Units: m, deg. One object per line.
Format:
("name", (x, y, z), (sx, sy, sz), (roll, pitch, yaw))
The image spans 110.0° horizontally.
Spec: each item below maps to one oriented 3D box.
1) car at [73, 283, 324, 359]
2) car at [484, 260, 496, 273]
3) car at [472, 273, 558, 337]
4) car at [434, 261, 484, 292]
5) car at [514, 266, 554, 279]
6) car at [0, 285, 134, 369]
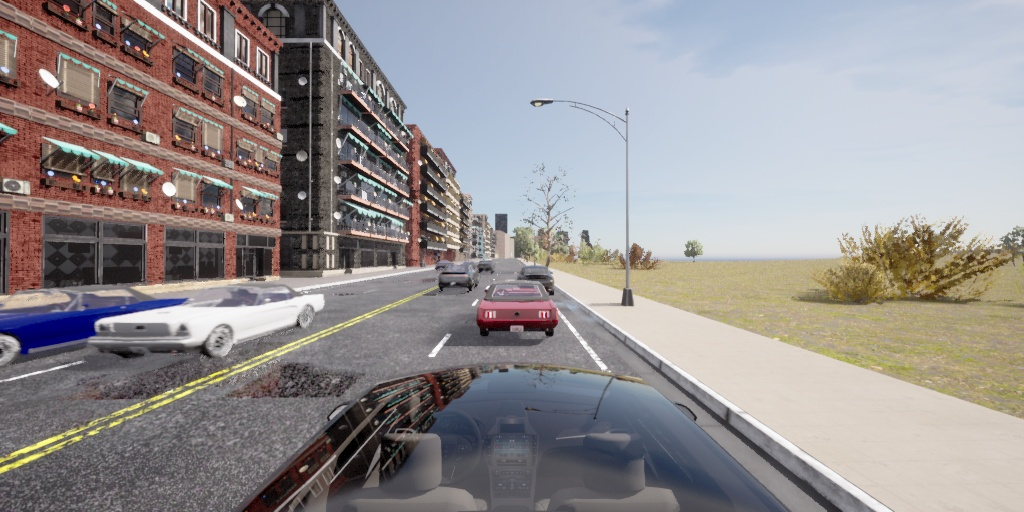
("car", (-6.577, 1.352, 8.543), (1.895, 1.301, 4.718), (0, 0, 0))
("car", (-2.996, 1.257, 41.882), (1.837, 1.490, 4.892), (0, 0, 0))
("car", (0.131, 1.352, 10.305), (1.895, 1.301, 4.718), (0, 0, 0))
("car", (-3.076, 1.245, 21.233), (2.128, 1.511, 4.902), (0, 0, 0))
("car", (1.204, 1.257, 19.505), (1.837, 1.490, 4.892), (0, 0, 0))
("car", (-9.830, 1.352, 7.736), (1.895, 1.301, 4.718), (0, 0, 0))
